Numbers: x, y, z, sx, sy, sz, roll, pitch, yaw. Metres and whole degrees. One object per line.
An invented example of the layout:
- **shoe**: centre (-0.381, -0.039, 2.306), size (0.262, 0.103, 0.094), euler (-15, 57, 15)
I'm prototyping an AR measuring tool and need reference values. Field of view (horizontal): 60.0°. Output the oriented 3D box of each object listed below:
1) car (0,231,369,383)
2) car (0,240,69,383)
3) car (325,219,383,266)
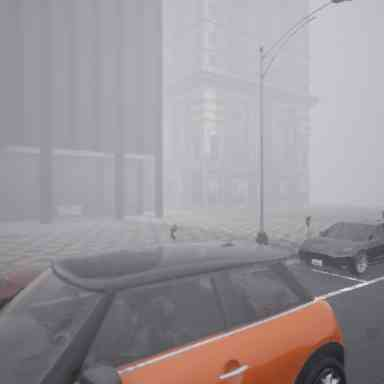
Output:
- **car**: centre (-0.712, 1.351, 2.870), size (4.553, 1.767, 2.097), euler (0, 0, -36)
- **car**: centre (-3.992, 1.546, 3.804), size (4.507, 1.381, 1.887), euler (0, 0, -36)
- **car**: centre (5.189, 1.556, 10.360), size (4.313, 1.339, 1.947), euler (0, 0, -36)
